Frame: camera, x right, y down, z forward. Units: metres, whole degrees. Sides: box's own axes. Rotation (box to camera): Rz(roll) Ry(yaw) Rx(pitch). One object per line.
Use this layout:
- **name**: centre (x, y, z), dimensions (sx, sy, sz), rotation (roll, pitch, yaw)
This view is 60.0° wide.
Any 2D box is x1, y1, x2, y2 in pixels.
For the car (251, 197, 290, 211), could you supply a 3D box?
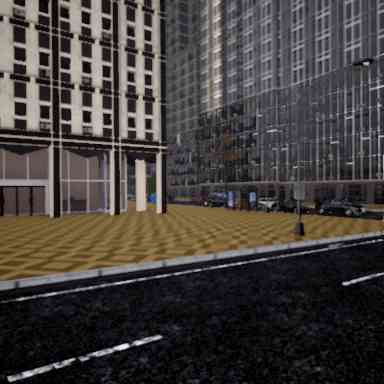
- **car**: centre (9.492, 1.458, 40.786), dimensions (1.812, 1.442, 4.674), rotation (-1, 1, -34)

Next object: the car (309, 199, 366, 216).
- **car**: centre (14.693, 1.507, 33.160), dimensions (2.128, 1.511, 4.902), rotation (-1, 1, -34)

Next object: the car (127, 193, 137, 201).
- **car**: centre (-12.032, 1.195, 67.741), dimensions (2.008, 1.369, 4.403), rotation (0, 1, -34)

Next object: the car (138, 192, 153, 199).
- **car**: centre (-11.517, 0.887, 81.852), dimensions (1.967, 1.590, 4.097), rotation (0, 1, -34)

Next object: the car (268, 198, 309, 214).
- **car**: centre (10.287, 1.576, 34.806), dimensions (1.947, 1.339, 4.313), rotation (0, 1, -34)

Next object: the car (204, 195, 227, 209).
- **car**: centre (3.942, 1.473, 44.240), dimensions (1.947, 1.339, 4.313), rotation (0, 1, -34)

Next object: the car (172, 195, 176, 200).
- **car**: centre (-5.836, 1.111, 68.901), dimensions (1.837, 1.490, 4.892), rotation (-1, 1, -34)

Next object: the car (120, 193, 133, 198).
- **car**: centre (-17.924, 0.890, 91.242), dimensions (2.008, 1.369, 4.403), rotation (0, 1, -34)

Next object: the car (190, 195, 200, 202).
- **car**: centre (1.298, 1.243, 63.075), dimensions (1.802, 1.307, 4.206), rotation (0, 1, -34)

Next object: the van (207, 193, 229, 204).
- **van**: centre (4.502, 1.055, 58.378), dimensions (1.690, 1.788, 3.998), rotation (0, 1, -34)

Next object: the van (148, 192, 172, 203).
- **van**: centre (-5.623, 1.092, 58.350), dimensions (1.690, 1.788, 3.998), rotation (0, 1, -34)

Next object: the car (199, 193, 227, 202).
- **car**: centre (3.660, 1.344, 49.339), dimensions (1.837, 1.490, 4.892), rotation (-1, 1, -34)

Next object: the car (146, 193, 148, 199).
- **car**: centre (-8.312, 0.816, 77.157), dimensions (2.192, 1.841, 5.009), rotation (0, 1, -34)

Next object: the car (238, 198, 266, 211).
- **car**: centre (7.097, 1.541, 39.513), dimensions (1.802, 1.307, 4.206), rotation (0, 1, -34)

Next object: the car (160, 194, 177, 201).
- **car**: centre (-5.109, 1.136, 72.465), dimensions (1.802, 1.307, 4.206), rotation (0, 1, -34)
